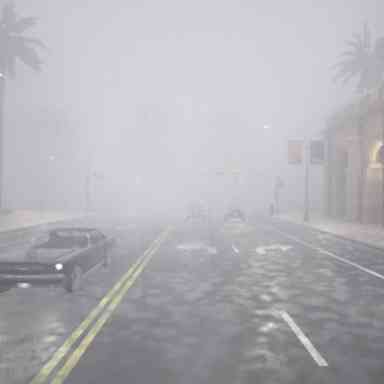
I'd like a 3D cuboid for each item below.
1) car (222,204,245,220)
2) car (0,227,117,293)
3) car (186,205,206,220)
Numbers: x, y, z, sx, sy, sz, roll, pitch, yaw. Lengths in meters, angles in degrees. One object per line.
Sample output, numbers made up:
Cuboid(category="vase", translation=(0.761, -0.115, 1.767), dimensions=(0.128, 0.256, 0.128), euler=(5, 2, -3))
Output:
Cuboid(category="car", translation=(3.922, 1.887, 31.728), dimensions=(1.812, 1.442, 4.674), euler=(0, -1, 2))
Cuboid(category="car", translation=(-3.560, 1.709, 9.302), dimensions=(1.895, 1.301, 4.718), euler=(0, -1, 1))
Cuboid(category="car", translation=(0.388, 1.910, 31.743), dimensions=(2.033, 1.411, 5.357), euler=(0, -1, 0))
